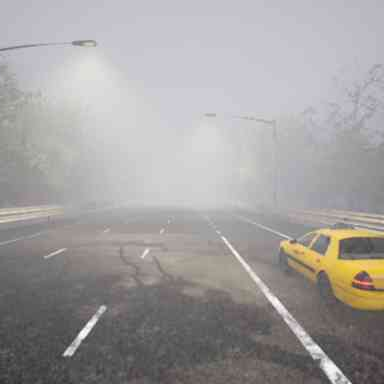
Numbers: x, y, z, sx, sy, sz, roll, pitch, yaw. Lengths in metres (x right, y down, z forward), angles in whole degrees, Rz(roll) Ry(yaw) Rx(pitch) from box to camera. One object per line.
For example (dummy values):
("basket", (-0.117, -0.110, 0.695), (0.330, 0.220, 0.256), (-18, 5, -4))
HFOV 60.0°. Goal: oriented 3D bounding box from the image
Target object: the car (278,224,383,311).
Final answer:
("car", (3.539, 1.534, 8.075), (1.801, 1.575, 5.366), (0, -1, -1))
